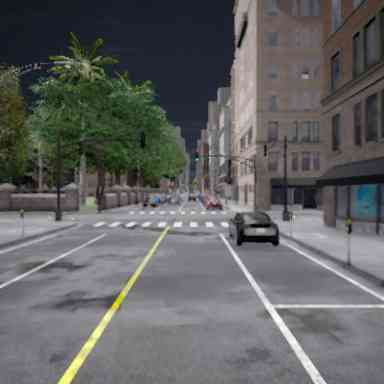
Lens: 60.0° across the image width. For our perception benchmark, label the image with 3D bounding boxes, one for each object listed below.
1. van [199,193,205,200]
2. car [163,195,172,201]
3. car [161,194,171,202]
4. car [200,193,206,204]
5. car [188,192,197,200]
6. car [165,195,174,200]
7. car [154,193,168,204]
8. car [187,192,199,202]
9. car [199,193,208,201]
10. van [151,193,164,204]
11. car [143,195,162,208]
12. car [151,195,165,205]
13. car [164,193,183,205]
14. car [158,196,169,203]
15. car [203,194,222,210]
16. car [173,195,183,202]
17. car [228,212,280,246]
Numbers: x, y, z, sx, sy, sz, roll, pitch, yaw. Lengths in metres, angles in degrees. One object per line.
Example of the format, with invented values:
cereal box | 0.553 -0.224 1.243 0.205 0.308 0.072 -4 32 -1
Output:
van | 2.712 1.175 90.231 1.690 1.788 3.998 0 0 0
car | -5.818 1.398 79.430 1.887 1.381 4.507 0 0 0
car | -5.821 1.303 74.023 1.967 1.590 4.097 0 0 0
car | 2.692 1.225 46.964 2.192 1.841 5.009 0 0 0
car | 0.039 0.904 83.019 2.150 2.045 5.566 0 0 0
car | -5.816 1.395 84.837 2.008 1.369 4.403 0 0 0
car | -5.826 1.197 63.208 2.192 1.841 5.009 0 0 0
car | 0.035 1.357 72.570 1.837 1.490 4.892 0 0 0
car | 2.708 1.168 79.414 2.192 1.841 5.009 0 0 0
van | -5.831 1.242 52.392 1.690 1.788 3.998 0 0 0
car | -5.834 1.476 46.986 1.947 1.339 4.313 0 0 0
car | -5.829 1.331 57.801 1.967 1.590 4.097 0 0 0
car | -3.027 1.386 55.961 2.128 1.511 4.902 0 0 1
car | -5.824 1.454 68.615 1.802 1.307 4.206 0 0 0
car | 2.689 1.359 41.556 1.967 1.590 4.097 0 0 0
car | -2.967 1.420 71.225 1.994 1.385 4.181 0 0 0
car | 2.676 1.532 14.992 1.947 1.339 4.313 0 0 0
